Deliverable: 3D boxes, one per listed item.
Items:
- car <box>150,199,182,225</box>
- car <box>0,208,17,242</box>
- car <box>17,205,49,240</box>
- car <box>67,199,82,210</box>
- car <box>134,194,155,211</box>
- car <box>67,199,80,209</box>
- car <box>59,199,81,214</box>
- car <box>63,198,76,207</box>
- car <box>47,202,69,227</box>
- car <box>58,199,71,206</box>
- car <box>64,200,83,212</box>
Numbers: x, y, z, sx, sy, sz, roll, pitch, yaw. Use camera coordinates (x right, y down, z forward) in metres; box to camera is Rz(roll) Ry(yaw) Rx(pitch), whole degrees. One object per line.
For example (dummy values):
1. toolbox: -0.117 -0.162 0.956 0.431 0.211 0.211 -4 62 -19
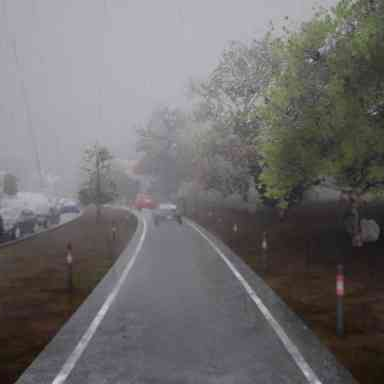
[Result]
1. car: -1.786 1.466 23.453 1.812 1.442 4.674 0 0 -8
2. car: -9.287 1.382 12.688 2.435 2.045 5.566 2 -1 -6
3. car: -9.933 1.666 18.275 2.231 1.521 4.892 2 -1 -8
4. car: -18.014 1.927 50.897 2.097 1.535 5.008 0 -1 -19
5. car: -5.706 1.227 40.389 2.150 2.045 5.566 -1 0 -17
6. car: -20.256 2.019 56.713 2.002 1.452 4.674 0 0 -22
7. car: -14.318 1.805 39.445 2.097 1.535 5.008 -1 -1 -15
8. car: -24.527 2.050 66.344 2.097 1.535 5.008 -2 0 -24
9. car: -10.761 1.700 23.805 2.231 1.521 4.892 2 -1 -8
10. car: -27.466 2.167 71.738 2.002 1.452 4.674 1 -1 -29
11. car: -16.132 1.861 45.507 2.231 1.521 4.892 0 -1 -17
